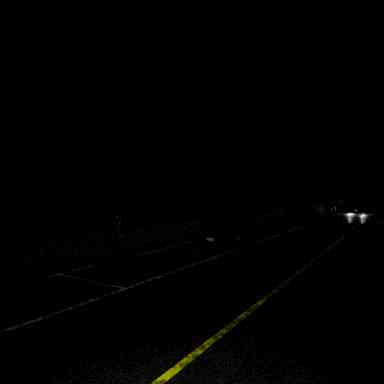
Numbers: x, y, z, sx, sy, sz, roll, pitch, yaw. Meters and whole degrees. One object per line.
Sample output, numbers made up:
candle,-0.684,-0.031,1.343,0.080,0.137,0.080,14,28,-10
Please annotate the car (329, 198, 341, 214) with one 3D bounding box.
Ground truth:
car,13.638,1.568,34.135,1.947,1.339,4.313,0,0,32

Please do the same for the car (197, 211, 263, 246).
car,1.897,1.566,15.411,1.947,1.339,4.313,0,0,32

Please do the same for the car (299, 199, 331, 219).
car,10.702,1.583,29.454,1.802,1.307,4.206,0,0,32

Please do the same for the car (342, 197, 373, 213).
car,18.501,1.550,36.949,2.033,1.411,5.357,0,0,33
